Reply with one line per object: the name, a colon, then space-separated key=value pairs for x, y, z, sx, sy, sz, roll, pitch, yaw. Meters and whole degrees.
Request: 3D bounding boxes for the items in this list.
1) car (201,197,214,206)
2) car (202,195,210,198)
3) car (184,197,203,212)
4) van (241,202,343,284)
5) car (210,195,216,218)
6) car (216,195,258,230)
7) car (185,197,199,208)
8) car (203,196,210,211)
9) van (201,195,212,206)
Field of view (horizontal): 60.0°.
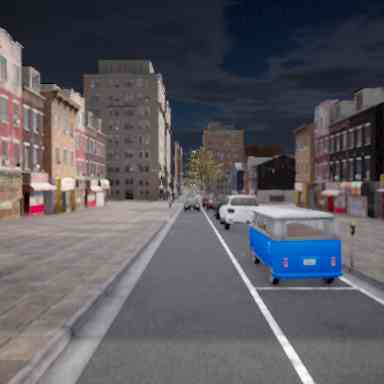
car: x=2.626 y=1.651 z=56.575 sx=2.008 sy=1.369 sz=4.403 roll=-2 pitch=0 yaw=0
car: x=2.618 y=1.391 z=51.591 sx=2.192 sy=1.841 sz=5.009 roll=-2 pitch=0 yaw=0
car: x=0.019 y=1.628 z=39.568 sx=1.895 sy=1.301 sz=4.718 roll=0 pitch=0 yaw=0
van: x=2.617 y=1.330 z=9.267 sx=1.690 sy=1.788 sz=3.998 roll=-1 pitch=0 yaw=0
car: x=2.986 y=1.227 z=28.366 sx=2.150 sy=2.045 sz=5.566 roll=0 pitch=0 yaw=0
car: x=2.985 y=1.218 z=21.363 sx=2.150 sy=2.045 sz=5.566 roll=0 pitch=0 yaw=0
car: x=0.019 y=1.566 z=51.266 sx=2.128 sy=1.511 sz=4.902 roll=0 pitch=0 yaw=0
car: x=2.624 y=1.577 z=41.010 sx=1.887 sy=1.381 sz=4.507 roll=-2 pitch=0 yaw=0
van: x=2.620 y=1.459 z=59.896 sx=1.690 sy=1.788 sz=3.998 roll=-2 pitch=0 yaw=0
